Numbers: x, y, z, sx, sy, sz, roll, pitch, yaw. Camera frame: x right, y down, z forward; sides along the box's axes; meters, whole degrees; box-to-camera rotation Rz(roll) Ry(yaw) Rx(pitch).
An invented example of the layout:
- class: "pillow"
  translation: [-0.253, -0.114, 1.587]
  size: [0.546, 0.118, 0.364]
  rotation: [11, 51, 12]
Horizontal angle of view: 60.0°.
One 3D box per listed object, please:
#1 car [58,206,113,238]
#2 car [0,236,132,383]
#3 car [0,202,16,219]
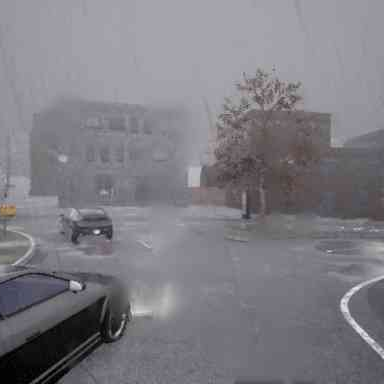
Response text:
- class: "car"
  translation: [-5.382, 1.479, 16.640]
  size: [1.837, 1.490, 4.892]
  rotation: [0, 0, -30]
- class: "car"
  translation: [-2.389, 1.564, 4.045]
  size: [1.994, 1.385, 4.181]
  rotation: [0, 0, 15]
- class: "car"
  translation: [-17.259, 1.501, 27.614]
  size: [5.008, 1.535, 1.882]
  rotation: [0, -1, 9]
